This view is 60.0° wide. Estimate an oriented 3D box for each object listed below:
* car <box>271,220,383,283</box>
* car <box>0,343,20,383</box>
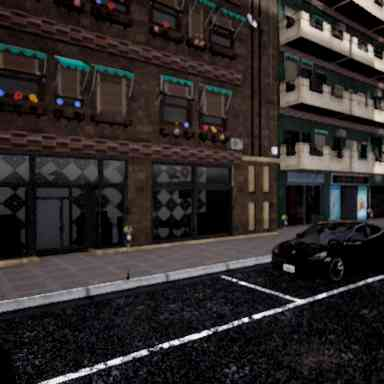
[{"bbox_3d":[4.186,1.514,9.553,4.313,1.339,1.947,0,0,-36],"label":"car"},{"bbox_3d":[-3.133,1.537,1.143,4.674,1.442,1.812,0,0,-36],"label":"car"}]
